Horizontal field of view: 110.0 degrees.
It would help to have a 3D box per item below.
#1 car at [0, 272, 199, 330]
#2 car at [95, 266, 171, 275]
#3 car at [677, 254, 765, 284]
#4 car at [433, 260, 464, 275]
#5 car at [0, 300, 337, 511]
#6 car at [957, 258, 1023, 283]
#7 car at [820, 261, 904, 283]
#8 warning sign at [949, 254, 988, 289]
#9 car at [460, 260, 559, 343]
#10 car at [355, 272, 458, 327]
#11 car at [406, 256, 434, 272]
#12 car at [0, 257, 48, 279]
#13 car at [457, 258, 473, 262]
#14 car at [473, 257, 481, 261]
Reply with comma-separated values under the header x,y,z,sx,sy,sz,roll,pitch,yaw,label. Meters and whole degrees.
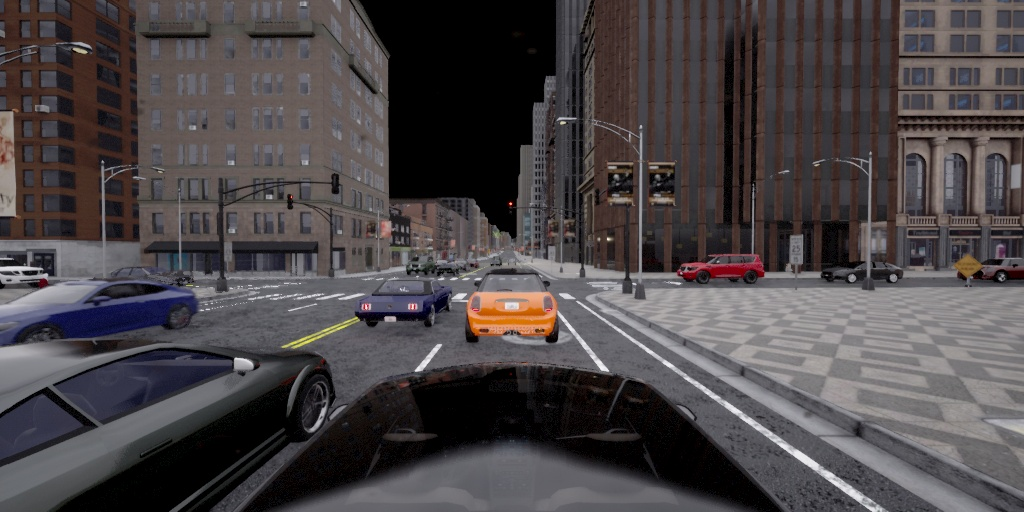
x,y,z,sx,sy,sz,roll,pitch,yaw,label
-9.852,1.275,8.382,1.812,1.442,4.674,0,0,0,car
-24.114,1.397,23.532,5.357,1.411,2.033,0,1,0,car
14.833,0.875,25.548,5.566,2.045,2.150,0,1,0,car
-6.600,1.366,37.548,1.895,1.301,4.718,0,0,-1,car
-3.158,1.314,2.705,1.994,1.385,4.181,0,0,1,car
35.007,0.925,25.621,4.553,1.767,2.097,0,1,0,car
24.888,1.118,25.588,4.892,1.490,1.837,0,1,0,car
25.173,0.826,19.787,1.060,1.860,1.300,0,0,0,warning sign
0.008,1.101,9.874,2.097,1.767,4.553,0,0,0,car
-3.152,1.350,11.525,1.895,1.301,4.718,0,0,0,car
-9.865,0.989,39.217,2.150,2.045,5.566,0,0,0,car
-34.306,1.106,23.585,5.566,2.045,2.150,0,1,0,car
-6.613,1.276,46.823,1.837,1.490,4.892,0,0,0,car
-6.605,1.131,58.861,2.097,1.767,4.553,0,0,0,car
